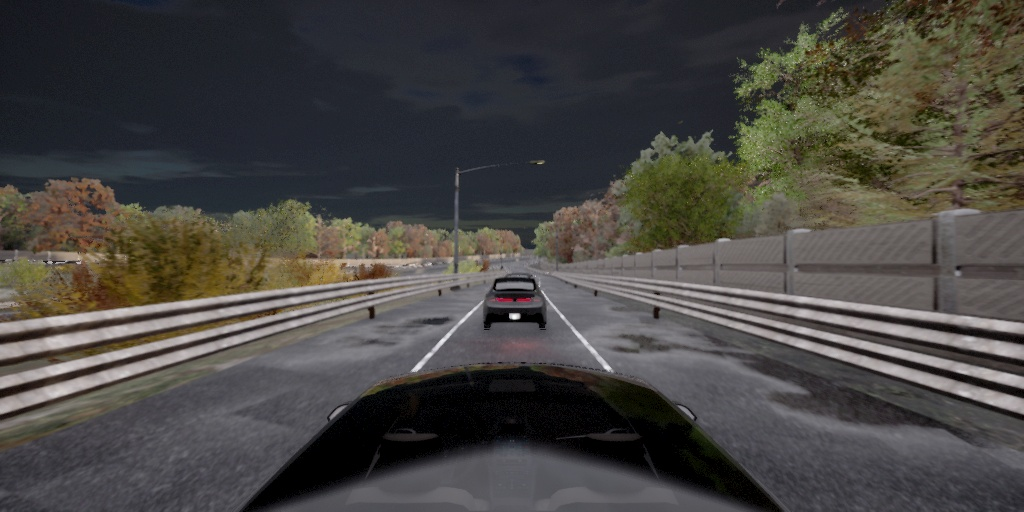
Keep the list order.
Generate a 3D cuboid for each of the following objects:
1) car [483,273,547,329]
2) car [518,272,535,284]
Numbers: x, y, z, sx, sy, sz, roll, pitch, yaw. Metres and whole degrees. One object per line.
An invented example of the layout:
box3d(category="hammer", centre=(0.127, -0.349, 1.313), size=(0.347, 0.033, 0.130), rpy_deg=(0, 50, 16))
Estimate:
box3d(category="car", centre=(0.105, 1.442, 11.975), size=(1.837, 1.490, 4.892), rpy_deg=(0, -2, 1))
box3d(category="car", centre=(1.852, 2.766, 45.140), size=(1.994, 1.385, 4.181), rpy_deg=(0, -2, 4))
